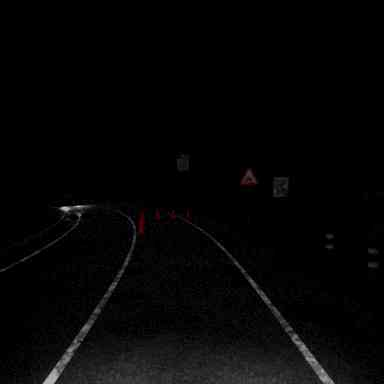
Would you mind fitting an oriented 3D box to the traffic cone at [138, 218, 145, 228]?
[{"bbox_3d":[-2.411,1.660,15.740,0.340,0.580,0.340,-1,2,-8],"label":"traffic cone"}]

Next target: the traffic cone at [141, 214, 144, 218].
[{"bbox_3d":[-2.684,1.609,17.721,0.340,0.580,0.340,-1,2,-8],"label":"traffic cone"}]

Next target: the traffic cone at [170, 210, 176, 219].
[{"bbox_3d":[-1.258,1.452,21.944,0.340,0.580,0.340,-1,2,-7],"label":"traffic cone"}]

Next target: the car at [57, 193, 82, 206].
[{"bbox_3d":[-15.011,0.911,40.219,1.812,1.442,4.674,-4,3,-36],"label":"car"}]

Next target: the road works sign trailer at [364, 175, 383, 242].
[{"bbox_3d":[7.393,0.813,10.789,2.380,2.880,3.560,43,2,-1],"label":"road works sign trailer"}]

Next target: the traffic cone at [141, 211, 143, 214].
[{"bbox_3d":[-2.957,1.556,19.701,0.340,0.580,0.340,-1,2,-8],"label":"traffic cone"}]
